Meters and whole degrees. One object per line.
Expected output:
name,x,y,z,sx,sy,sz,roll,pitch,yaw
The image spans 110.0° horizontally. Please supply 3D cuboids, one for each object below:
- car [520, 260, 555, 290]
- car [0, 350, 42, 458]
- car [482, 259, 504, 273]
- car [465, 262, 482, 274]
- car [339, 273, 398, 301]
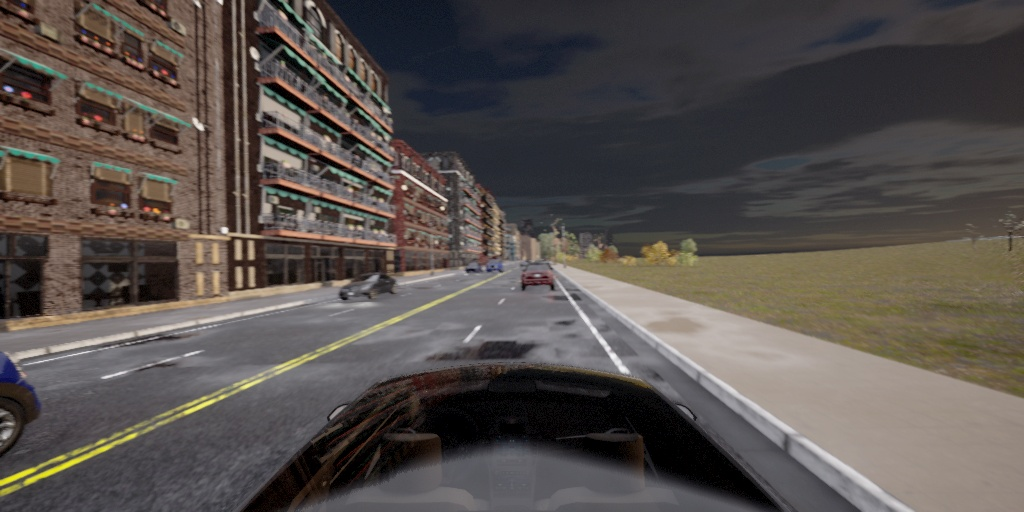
car,1.740,1.227,24.232,2.097,1.767,4.553,-2,-1,5
car,-6.660,1.348,2.156,2.097,1.767,4.553,-2,0,4
car,-2.568,1.499,54.286,2.150,2.045,5.566,-2,0,5
car,-5.804,1.752,54.530,2.097,1.767,4.553,-2,0,5
car,-8.365,1.748,21.356,1.812,1.442,4.674,-2,-1,5
